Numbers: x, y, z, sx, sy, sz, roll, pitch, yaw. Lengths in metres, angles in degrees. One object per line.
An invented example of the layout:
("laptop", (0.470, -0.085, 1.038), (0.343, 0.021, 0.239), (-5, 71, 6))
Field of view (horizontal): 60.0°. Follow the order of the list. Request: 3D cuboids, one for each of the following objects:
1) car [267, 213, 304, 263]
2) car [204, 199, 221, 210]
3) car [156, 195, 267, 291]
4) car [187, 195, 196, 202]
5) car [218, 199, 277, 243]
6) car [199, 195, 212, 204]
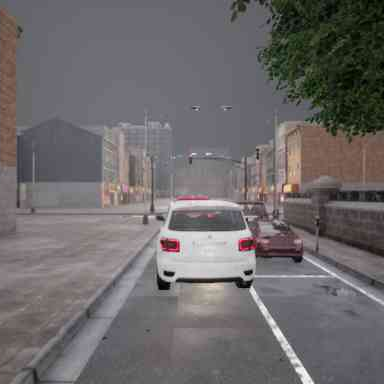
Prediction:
("car", (2.635, 1.587, 11.747), (1.802, 1.307, 4.206), (1, 0, 0))
("car", (2.613, 1.600, 43.627), (1.887, 1.381, 4.507), (1, 0, 0))
("car", (0.175, 1.225, 9.226), (2.150, 2.045, 5.566), (0, 0, -4))
("car", (-0.058, 1.544, 83.816), (2.097, 1.767, 4.553), (0, 0, 0))
("car", (2.635, 1.325, 17.197), (2.192, 1.841, 5.009), (1, 0, 0))
("car", (2.600, 1.433, 65.377), (2.192, 1.841, 5.009), (1, 0, 0))
